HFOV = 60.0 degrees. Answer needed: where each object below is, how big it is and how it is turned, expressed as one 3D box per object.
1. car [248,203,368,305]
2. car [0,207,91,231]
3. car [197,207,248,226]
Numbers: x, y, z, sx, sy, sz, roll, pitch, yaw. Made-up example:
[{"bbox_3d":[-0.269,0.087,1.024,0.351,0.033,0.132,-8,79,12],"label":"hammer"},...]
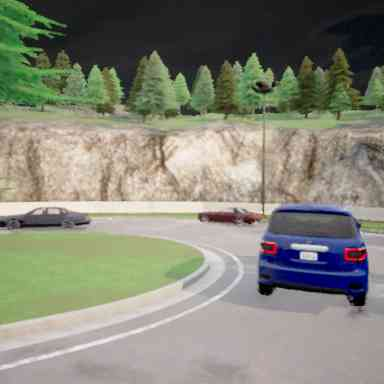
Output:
[{"bbox_3d":[3.136,1.310,8.677,2.150,2.045,5.566,1,0,21],"label":"car"},{"bbox_3d":[-9.059,1.616,20.666,5.357,1.411,2.033,1,-1,-15],"label":"car"},{"bbox_3d":[2.743,1.803,24.988,4.718,1.301,1.895,0,-1,34],"label":"car"}]
